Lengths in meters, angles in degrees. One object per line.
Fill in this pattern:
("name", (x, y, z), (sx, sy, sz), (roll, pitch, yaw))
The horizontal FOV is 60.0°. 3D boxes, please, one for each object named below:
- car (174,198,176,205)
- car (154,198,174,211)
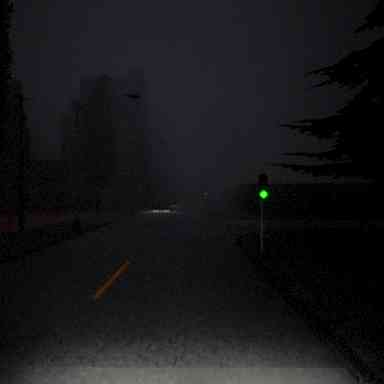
("car", (-4.005, 1.842, 64.599), (1.812, 1.442, 4.674), (0, 0, 0))
("car", (-4.069, 1.769, 45.859), (2.033, 1.411, 5.357), (0, 0, 0))
